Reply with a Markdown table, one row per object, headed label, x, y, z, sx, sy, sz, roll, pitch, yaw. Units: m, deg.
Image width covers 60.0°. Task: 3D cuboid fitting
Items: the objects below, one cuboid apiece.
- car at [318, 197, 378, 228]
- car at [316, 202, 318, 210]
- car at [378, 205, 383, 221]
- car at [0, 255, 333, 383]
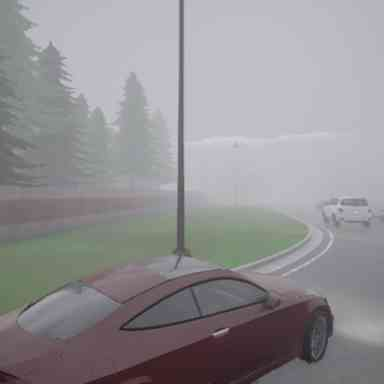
| label | x | y | z | sx | sy | sz | roll | pitch | yaw |
| --- | --- | --- | --- | --- | --- | --- | --- | --- | --- |
| car | 10.778 | 1.333 | 23.462 | 2.150 | 2.045 | 5.566 | 0 | 0 | 11 |
| car | 17.294 | 1.697 | 42.845 | 1.837 | 1.490 | 4.892 | 0 | 0 | 8 |
| car | 15.157 | 1.666 | 28.879 | 1.812 | 1.442 | 4.674 | 0 | 0 | 9 |
| car | -0.081 | 1.538 | 4.074 | 4.674 | 1.442 | 1.812 | 0 | 0 | -41 |
